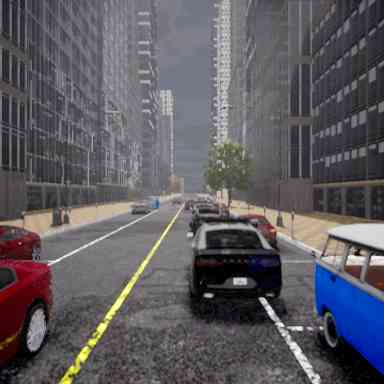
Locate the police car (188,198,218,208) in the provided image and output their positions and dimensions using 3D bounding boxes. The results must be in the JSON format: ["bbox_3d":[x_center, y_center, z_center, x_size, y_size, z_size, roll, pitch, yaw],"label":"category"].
[{"bbox_3d":[0.865,1.534,24.739,1.930,1.638,5.238,0,0,0],"label":"police car"}]

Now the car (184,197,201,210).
[{"bbox_3d":[-0.056,1.719,46.246,1.812,1.442,4.674,0,0,0],"label":"car"}]

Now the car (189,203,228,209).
[{"bbox_3d":[0.873,1.587,18.629,1.837,1.490,4.892,0,0,0],"label":"car"}]

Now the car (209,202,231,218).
[{"bbox_3d":[2.644,1.722,32.074,1.802,1.307,4.206,0,0,0],"label":"car"}]

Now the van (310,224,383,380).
[{"bbox_3d":[2.687,1.357,3.614,1.690,1.788,3.998,0,0,0],"label":"van"}]

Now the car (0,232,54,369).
[{"bbox_3d":[-3.102,1.492,3.209,1.882,1.535,5.008,0,0,0],"label":"car"}]

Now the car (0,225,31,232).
[{"bbox_3d":[-5.703,1.623,9.294,1.802,1.307,4.206,0,0,0],"label":"car"}]

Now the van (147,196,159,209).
[{"bbox_3d":[-5.762,1.544,49.143,1.690,1.788,3.998,0,0,0],"label":"van"}]

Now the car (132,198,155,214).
[{"bbox_3d":[-5.745,1.714,37.757,2.008,1.369,4.403,0,0,0],"label":"car"}]

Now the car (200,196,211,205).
[{"bbox_3d":[2.593,1.692,66.229,1.967,1.590,4.097,0,0,0],"label":"car"}]

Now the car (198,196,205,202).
[{"bbox_3d":[2.559,1.853,88.999,1.887,1.381,4.507,0,0,0],"label":"car"}]

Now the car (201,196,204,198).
[{"bbox_3d":[2.619,1.754,49.151,2.008,1.369,4.403,0,0,0],"label":"car"}]

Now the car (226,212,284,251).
[{"bbox_3d":[2.670,1.648,14.996,1.802,1.307,4.206,0,0,0],"label":"car"}]

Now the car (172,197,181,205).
[{"bbox_3d":[-3.101,1.803,67.758,2.033,1.411,5.357,0,0,0],"label":"car"}]

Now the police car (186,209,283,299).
[{"bbox_3d":[0.889,1.464,8.739,1.930,1.638,5.238,0,0,0],"label":"police car"}]

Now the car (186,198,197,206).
[{"bbox_3d":[-0.089,1.836,60.234,1.895,1.301,4.718,0,0,0],"label":"car"}]
